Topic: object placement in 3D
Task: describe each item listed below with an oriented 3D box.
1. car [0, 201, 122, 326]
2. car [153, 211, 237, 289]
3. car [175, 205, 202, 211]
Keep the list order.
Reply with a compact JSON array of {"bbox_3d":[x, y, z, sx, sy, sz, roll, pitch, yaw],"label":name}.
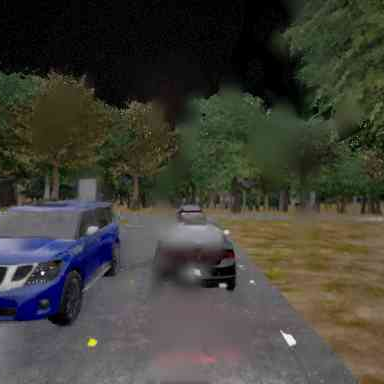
[{"bbox_3d":[-3.093,1.251,7.487,2.150,2.045,5.566,0,-1,0],"label":"car"},{"bbox_3d":[0.077,1.518,9.301,1.882,1.535,5.008,0,0,0],"label":"car"},{"bbox_3d":[-0.195,1.687,24.566,2.128,1.511,4.902,0,-1,-6],"label":"car"}]
